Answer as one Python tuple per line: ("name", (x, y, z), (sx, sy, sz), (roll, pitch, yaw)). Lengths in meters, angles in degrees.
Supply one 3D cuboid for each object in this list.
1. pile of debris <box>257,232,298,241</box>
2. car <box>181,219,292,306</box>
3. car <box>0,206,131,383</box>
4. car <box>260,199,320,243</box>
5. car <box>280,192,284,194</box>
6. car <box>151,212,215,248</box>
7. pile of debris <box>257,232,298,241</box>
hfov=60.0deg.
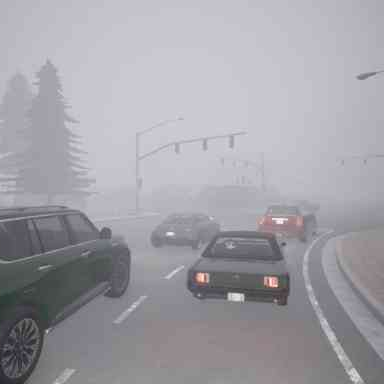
("pile of debris", (4.187, 2.150, 16.145), (1.500, 0.140, 1.860), (0, 0, 29))
("car", (1.328, 1.591, 8.110), (1.895, 1.301, 4.718), (0, 0, 14))
("car", (-2.789, 1.223, 5.509), (2.150, 2.045, 5.566), (0, 0, 8))
("car", (4.807, 1.325, 16.386), (2.097, 1.767, 4.553), (0, 0, 27))
("car", (24.802, 1.058, 92.186), (4.605, 1.855, 1.932), (0, 0, 40))
("car", (-0.123, 1.550, 14.468), (1.994, 1.385, 4.181), (0, 0, 20))
("pile of debris", (4.187, 2.150, 16.145), (1.500, 0.140, 1.860), (0, 0, 29))
